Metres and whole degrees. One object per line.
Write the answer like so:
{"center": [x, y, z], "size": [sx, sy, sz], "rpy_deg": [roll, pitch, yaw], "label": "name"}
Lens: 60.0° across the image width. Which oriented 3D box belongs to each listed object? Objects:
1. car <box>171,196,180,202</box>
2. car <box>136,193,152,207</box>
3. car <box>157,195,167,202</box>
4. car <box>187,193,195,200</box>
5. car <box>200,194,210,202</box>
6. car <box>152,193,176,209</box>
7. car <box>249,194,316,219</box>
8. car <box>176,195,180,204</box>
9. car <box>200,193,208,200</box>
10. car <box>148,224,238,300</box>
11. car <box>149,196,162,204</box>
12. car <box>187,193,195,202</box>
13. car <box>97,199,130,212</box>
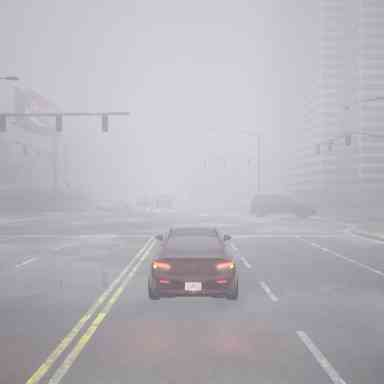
{"center": [-3.799, 1.552, 76.221], "size": [1.994, 1.385, 4.181], "rpy_deg": [0, 0, 0], "label": "car"}
{"center": [-7.292, 1.351, 51.232], "size": [2.097, 1.767, 4.553], "rpy_deg": [0, 0, 0], "label": "car"}
{"center": [-7.321, 1.511, 81.658], "size": [2.128, 1.511, 4.902], "rpy_deg": [0, 0, 0], "label": "car"}
{"center": [-0.348, 1.184, 88.345], "size": [2.097, 1.767, 4.553], "rpy_deg": [0, 0, 0], "label": "car"}
{"center": [3.193, 1.515, 78.072], "size": [2.128, 1.511, 4.902], "rpy_deg": [0, 0, 0], "label": "car"}
{"center": [-3.775, 1.220, 46.121], "size": [2.150, 2.045, 5.566], "rpy_deg": [0, 0, 0], "label": "car"}
{"center": [7.682, 1.221, 28.576], "size": [5.566, 2.045, 2.150], "rpy_deg": [0, 1, 16], "label": "car"}
{"center": [-3.806, 1.219, 61.082], "size": [2.150, 2.045, 5.566], "rpy_deg": [0, 0, 0], "label": "car"}
{"center": [3.152, 1.184, 88.360], "size": [2.097, 1.767, 4.553], "rpy_deg": [0, 0, 0], "label": "car"}
{"center": [0.033, 1.526, 8.264], "size": [1.812, 1.442, 4.674], "rpy_deg": [0, 0, 0], "label": "car"}
{"center": [-7.289, 1.493, 66.680], "size": [2.128, 1.511, 4.902], "rpy_deg": [0, 0, 0], "label": "car"}
{"center": [-0.308, 1.584, 78.440], "size": [1.895, 1.301, 4.718], "rpy_deg": [0, 0, 0], "label": "car"}
{"center": [-8.947, 1.525, 38.404], "size": [1.812, 1.442, 4.674], "rpy_deg": [1, 0, 25], "label": "car"}
